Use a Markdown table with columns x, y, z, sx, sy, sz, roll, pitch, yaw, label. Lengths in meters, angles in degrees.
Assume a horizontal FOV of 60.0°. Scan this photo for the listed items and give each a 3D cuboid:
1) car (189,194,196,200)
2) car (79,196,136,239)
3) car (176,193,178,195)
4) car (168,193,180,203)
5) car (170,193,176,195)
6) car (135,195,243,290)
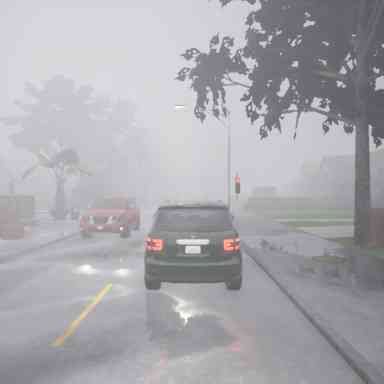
| x | y | z | sx | sy | sz | roll | pitch | yaw | label |
| --- | --- | --- | --- | --- | --- | --- | --- | --- | --- |
| 0.078 | 1.354 | 88.161 | 1.812 | 1.442 | 4.674 | 0 | 0 | 0 | car |
| -4.084 | 1.221 | 17.553 | 2.150 | 2.045 | 5.566 | 0 | 0 | 0 | car |
| -4.003 | 1.489 | 62.845 | 2.128 | 1.511 | 4.902 | 0 | 0 | 0 | car |
| -3.935 | 1.223 | 73.359 | 2.150 | 2.045 | 5.566 | 0 | 0 | 0 | car |
| -4.046 | 1.350 | 52.444 | 2.097 | 1.767 | 4.553 | 0 | 0 | 0 | car |
| 0.045 | 1.221 | 9.205 | 2.150 | 2.045 | 5.566 | 0 | 0 | 1 | car |
